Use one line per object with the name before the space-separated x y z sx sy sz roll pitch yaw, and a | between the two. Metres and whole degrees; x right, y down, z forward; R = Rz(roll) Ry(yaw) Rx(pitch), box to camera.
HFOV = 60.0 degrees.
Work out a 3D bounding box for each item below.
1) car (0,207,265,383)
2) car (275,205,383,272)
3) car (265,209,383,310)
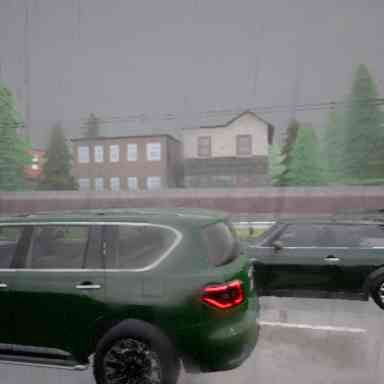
car | -1.869 1.259 4.738 5.566 2.045 2.150 -1 0 13
car | 4.970 1.332 10.344 4.553 1.767 2.097 -1 0 13
car | 2.329 1.351 7.363 4.553 1.767 2.097 -1 0 13
